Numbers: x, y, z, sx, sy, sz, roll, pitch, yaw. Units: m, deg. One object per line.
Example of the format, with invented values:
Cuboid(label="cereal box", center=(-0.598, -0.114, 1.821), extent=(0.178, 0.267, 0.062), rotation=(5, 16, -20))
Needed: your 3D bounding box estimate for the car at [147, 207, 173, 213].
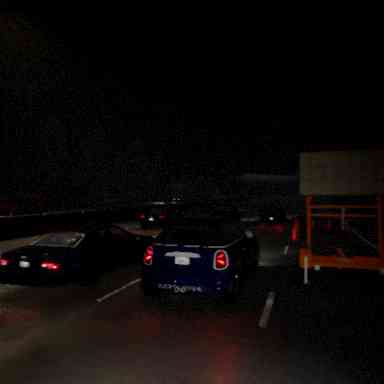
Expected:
Cuboid(label="car", center=(-1.992, 1.746, 23.426), extent=(1.994, 1.385, 4.181), rotation=(0, 0, 19))

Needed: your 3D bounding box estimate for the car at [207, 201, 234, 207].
Cuboid(label="car", center=(2.612, 1.683, 26.151), extent=(1.812, 1.442, 4.674), rotation=(0, 0, 19))

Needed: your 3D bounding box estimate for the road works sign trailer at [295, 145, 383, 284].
Cuboid(label="road works sign trailer", center=(4.254, 0.529, 9.396), extent=(2.380, 3.560, 2.880), rotation=(0, 0, 18))

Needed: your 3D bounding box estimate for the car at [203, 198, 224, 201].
Cuboid(label="car", center=(3.058, 1.660, 38.502), extent=(1.837, 1.490, 4.892), rotation=(0, 0, 19))

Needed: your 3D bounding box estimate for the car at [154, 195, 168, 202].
Cuboid(label="car", center=(-6.876, 1.574, 75.280), extent=(1.837, 1.490, 4.892), rotation=(0, 0, 19))

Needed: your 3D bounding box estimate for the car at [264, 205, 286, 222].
Cuboid(label="car", center=(6.797, 1.727, 27.626), extent=(1.895, 1.301, 4.718), rotation=(0, 0, 19))

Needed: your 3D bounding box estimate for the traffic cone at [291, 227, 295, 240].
Cuboid(label="traffic cone", center=(5.090, 2.060, 16.496), extent=(0.340, 0.580, 0.340), rotation=(0, 0, 19))

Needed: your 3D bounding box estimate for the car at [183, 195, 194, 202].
Cuboid(label="car", center=(0.291, 1.501, 74.637), extent=(1.837, 1.490, 4.892), rotation=(0, 0, 19))

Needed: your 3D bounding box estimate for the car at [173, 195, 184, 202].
Cuboid(label="car", center=(-2.763, 1.520, 76.539), extent=(1.837, 1.490, 4.892), rotation=(0, 0, 19))

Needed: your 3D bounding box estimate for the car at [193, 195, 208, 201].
Cuboid(label="car", center=(2.419, 1.535, 69.970), extent=(1.812, 1.442, 4.674), rotation=(0, 0, 19))

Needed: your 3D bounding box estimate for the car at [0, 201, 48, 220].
Cuboid(label="car", center=(-14.925, 1.825, 29.524), extent=(1.812, 1.442, 4.674), rotation=(0, 0, 19))

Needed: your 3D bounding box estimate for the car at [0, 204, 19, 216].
Cuboid(label="car", center=(-14.022, 1.749, 21.201), extent=(2.128, 1.511, 4.902), rotation=(0, 0, 19))

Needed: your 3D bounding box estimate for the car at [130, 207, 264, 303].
Cuboid(label="car", center=(0.478, 1.433, 8.766), extent=(2.097, 1.767, 4.553), rotation=(0, -1, 19))

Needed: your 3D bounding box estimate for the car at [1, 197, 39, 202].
Cuboid(label="car", center=(-17.491, 1.550, 32.890), extent=(2.150, 2.045, 5.566), rotation=(0, 0, 19))

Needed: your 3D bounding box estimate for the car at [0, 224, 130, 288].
Cuboid(label="car", center=(-2.893, 1.657, 9.718), extent=(2.033, 1.411, 5.357), rotation=(0, 0, 18))
